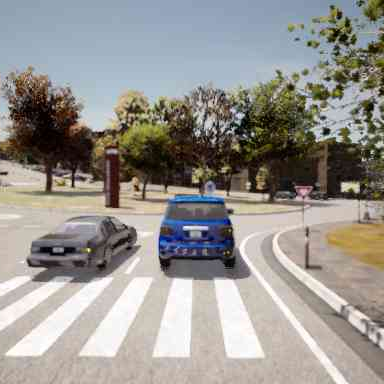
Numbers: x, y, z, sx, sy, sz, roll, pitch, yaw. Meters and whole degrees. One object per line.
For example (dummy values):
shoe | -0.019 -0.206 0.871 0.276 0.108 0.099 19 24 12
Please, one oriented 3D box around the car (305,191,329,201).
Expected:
car | 20.623 0.594 55.214 2.128 1.511 4.902 0 2 -15

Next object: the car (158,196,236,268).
car | 0.244 1.144 11.125 2.150 2.045 5.566 0 1 3

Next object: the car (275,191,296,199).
car | 16.025 0.530 58.903 2.033 1.411 5.357 -1 2 -23

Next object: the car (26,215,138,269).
car | -3.201 1.471 10.826 2.033 1.411 5.357 0 1 3
